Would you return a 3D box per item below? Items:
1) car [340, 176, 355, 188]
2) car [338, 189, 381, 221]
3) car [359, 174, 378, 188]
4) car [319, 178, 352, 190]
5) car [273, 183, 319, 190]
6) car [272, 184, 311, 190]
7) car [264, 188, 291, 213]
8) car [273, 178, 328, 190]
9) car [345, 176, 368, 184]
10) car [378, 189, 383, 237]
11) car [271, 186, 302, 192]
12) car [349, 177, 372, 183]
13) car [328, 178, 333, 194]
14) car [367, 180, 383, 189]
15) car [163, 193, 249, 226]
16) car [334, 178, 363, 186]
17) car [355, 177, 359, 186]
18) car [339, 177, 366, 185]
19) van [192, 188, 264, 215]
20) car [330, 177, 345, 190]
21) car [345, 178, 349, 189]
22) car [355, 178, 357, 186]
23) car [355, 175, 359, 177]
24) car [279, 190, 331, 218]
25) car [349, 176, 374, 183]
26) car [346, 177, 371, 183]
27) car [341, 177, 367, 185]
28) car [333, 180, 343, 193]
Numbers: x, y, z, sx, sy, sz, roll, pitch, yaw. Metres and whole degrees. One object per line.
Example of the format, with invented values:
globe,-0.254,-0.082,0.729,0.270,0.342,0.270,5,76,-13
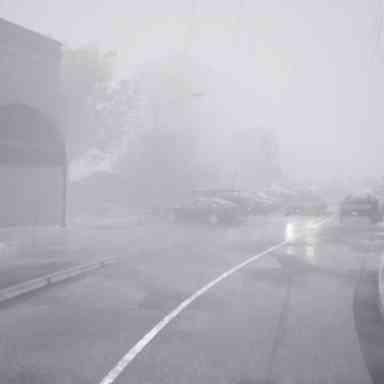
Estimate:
car,21.920,-1.303,52.235,5.566,2.045,2.435,1,3,33
car,10.406,0.832,20.549,2.128,1.511,4.902,1,4,33
car,30.519,-1.736,56.830,2.150,2.045,5.566,1,4,34
car,23.505,-1.330,54.542,4.553,1.767,2.185,1,3,33
car,9.696,0.173,33.583,5.008,1.535,2.097,1,3,33
car,8.154,0.327,31.259,4.892,1.521,2.231,1,3,33
car,5.093,0.672,26.596,4.674,1.452,2.002,1,3,33
car,11.242,-0.231,35.889,5.566,2.045,2.435,1,3,33
car,37.295,-2.707,75.517,4.553,1.767,2.185,1,3,33
car,9.380,1.016,10.714,5.566,2.045,2.435,1,3,33
car,6.564,0.487,28.817,4.892,1.521,2.231,1,3,33
car,41.845,-3.012,82.552,4.792,1.488,2.163,1,3,33
car,14.190,-0.405,40.486,4.553,1.767,2.185,1,3,33
car,21.137,-0.244,36.891,2.128,1.511,4.902,1,3,33
car,0.495,1.060,19.585,4.892,1.521,2.231,1,2,33
car,31.079,-1.963,66.112,5.008,1.535,2.097,1,3,33
car,28.082,-1.624,61.558,4.674,1.452,2.002,1,3,33
car,34.203,-2.275,70.884,4.892,1.521,2.231,1,3,33
van,2.124,0.707,21.859,4.442,1.987,1.878,1,3,33
car,18.856,-0.871,47.583,4.553,1.767,2.185,1,3,33
car,20.394,-0.869,49.921,4.792,1.488,2.163,1,3,33
car,24.990,-1.328,56.911,4.792,1.488,2.163,1,3,33
car,29.582,-1.942,63.898,4.553,1.767,2.185,1,3,33
car,7.660,0.881,22.212,1.994,1.385,4.181,1,3,33
car,43.246,-3.199,84.968,5.366,1.575,1.946,1,3,33
car,40.182,-2.893,80.306,5.366,1.575,1.946,1,3,33
car,35.745,-2.428,73.209,4.892,1.521,2.231,1,3,33
car,17.378,-0.563,45.224,4.792,1.488,2.163,1,3,33
